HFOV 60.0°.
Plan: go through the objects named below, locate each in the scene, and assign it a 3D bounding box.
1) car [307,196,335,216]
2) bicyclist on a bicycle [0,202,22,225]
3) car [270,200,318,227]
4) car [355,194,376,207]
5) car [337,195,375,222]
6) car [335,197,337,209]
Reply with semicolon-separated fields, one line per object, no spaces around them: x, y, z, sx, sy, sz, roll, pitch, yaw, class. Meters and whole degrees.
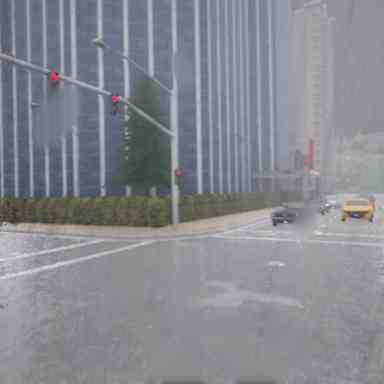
10.985;1.209;29.440;2.128;1.511;4.902;-1;0;29;car
-12.913;1.528;23.757;0.582;1.620;1.656;-1;0;29;bicyclist on a bicycle
6.490;1.416;21.270;1.895;1.301;4.718;-1;0;29;car
21.239;0.998;40.671;2.128;1.511;4.902;-1;0;29;car
11.737;1.192;23.551;1.882;1.535;5.008;-1;0;29;car
15.485;1.145;37.524;1.812;1.442;4.674;-1;0;30;car
